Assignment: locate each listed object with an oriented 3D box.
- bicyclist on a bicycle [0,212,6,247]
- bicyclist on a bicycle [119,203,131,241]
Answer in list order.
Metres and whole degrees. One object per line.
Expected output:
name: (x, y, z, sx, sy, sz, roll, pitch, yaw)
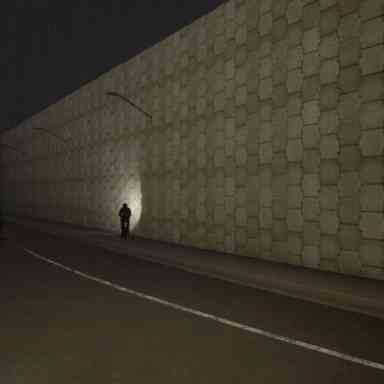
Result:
bicyclist on a bicycle: (-8.162, 1.447, 13.841, 1.656, 1.620, 0.582, -1, 0, 34)
bicyclist on a bicycle: (-2.933, 1.322, 14.607, 0.582, 1.620, 1.656, 0, -2, -15)
